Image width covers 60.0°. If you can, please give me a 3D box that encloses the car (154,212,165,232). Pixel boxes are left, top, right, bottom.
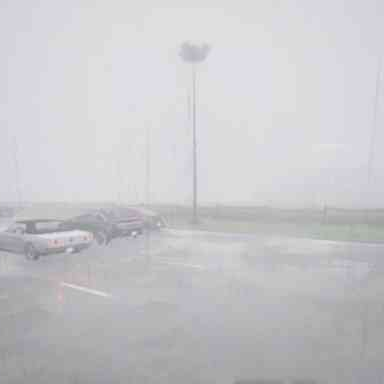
[{"bbox_3d":[-3.667,1.611,19.501,4.674,1.442,1.812,0,0,35],"label":"car"}]

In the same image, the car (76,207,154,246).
[{"bbox_3d":[-4.463,1.569,15.771,4.902,1.511,2.128,0,0,35],"label":"car"}]

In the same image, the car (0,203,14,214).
[{"bbox_3d":[-17.817,1.667,29.587,5.008,1.535,1.882,0,0,35],"label":"car"}]

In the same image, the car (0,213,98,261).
[{"bbox_3d":[-5.935,1.673,12.519,4.718,1.301,1.895,0,0,35],"label":"car"}]
